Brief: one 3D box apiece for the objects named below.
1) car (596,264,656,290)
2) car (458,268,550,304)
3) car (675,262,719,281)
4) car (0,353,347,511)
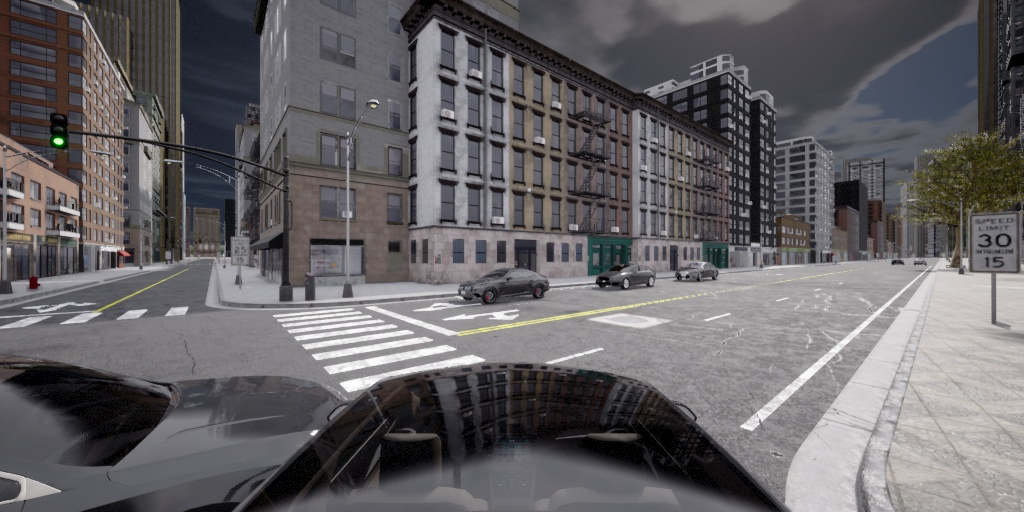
[{"bbox_3d":[7.342,1.255,22.928,4.892,1.490,1.837,0,0,-40],"label":"car"},{"bbox_3d":[-0.265,1.285,16.600,4.674,1.442,1.812,0,0,-40],"label":"car"},{"bbox_3d":[15.264,1.232,29.506,4.902,1.511,2.128,0,0,-40],"label":"car"},{"bbox_3d":[-3.246,1.257,1.587,4.892,1.490,1.837,0,0,-35],"label":"car"}]
